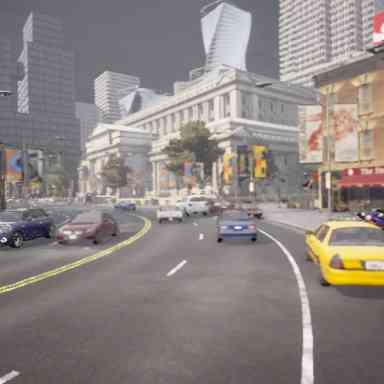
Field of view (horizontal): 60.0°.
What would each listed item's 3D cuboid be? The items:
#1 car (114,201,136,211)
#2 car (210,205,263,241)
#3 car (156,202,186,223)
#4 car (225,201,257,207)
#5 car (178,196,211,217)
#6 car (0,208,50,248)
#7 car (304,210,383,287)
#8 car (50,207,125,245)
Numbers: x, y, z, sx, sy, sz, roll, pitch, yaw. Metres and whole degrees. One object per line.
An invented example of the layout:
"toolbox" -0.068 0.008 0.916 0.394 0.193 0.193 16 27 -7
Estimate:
"car" -9.435 1.992 46.784 1.812 1.442 4.674 -1 0 -32
"car" 2.123 1.604 16.914 2.033 1.411 5.357 -1 0 3
"car" -2.006 1.805 27.869 1.895 1.301 4.718 -1 0 -9
"car" 4.597 1.673 29.145 1.895 1.301 4.718 -1 0 -7
"car" -0.095 1.429 34.933 2.150 2.045 5.566 -1 0 -16
"car" -8.649 1.622 16.282 2.097 1.767 4.553 -1 0 4
"car" 4.185 1.425 9.069 1.801 1.575 5.366 -1 0 13
"car" -5.073 1.728 16.914 1.812 1.442 4.674 -1 -1 4
